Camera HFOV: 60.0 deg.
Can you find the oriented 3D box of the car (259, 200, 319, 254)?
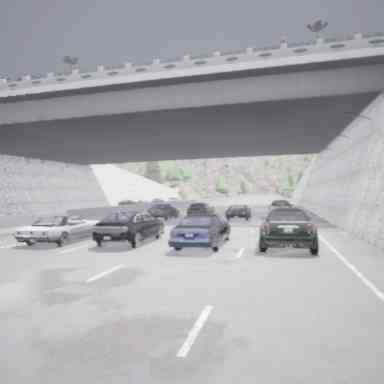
[{"bbox_3d":[3.918,1.389,13.822,2.097,1.767,4.553,-1,-1,14],"label":"car"}]

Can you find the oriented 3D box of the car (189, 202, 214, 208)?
[{"bbox_3d":[0.800,1.707,30.286,1.837,1.490,4.892,-1,0,14],"label":"car"}]

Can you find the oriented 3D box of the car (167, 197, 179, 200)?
[{"bbox_3d":[-3.972,1.890,69.071,2.097,1.767,4.553,-1,0,14],"label":"car"}]

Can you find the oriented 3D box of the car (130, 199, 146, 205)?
[{"bbox_3d":[-10.776,2.241,70.690,1.895,1.301,4.718,-1,0,14],"label":"car"}]

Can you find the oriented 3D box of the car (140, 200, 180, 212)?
[{"bbox_3d":[-2.676,1.802,30.820,2.033,1.411,5.357,-1,0,14],"label":"car"}]

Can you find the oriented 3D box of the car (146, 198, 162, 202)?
[{"bbox_3d":[-7.375,2.090,69.873,1.837,1.490,4.892,-1,0,14],"label":"car"}]

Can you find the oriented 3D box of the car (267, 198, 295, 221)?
[{"bbox_3d":[7.534,1.438,28.379,2.097,1.767,4.553,-1,-1,14],"label":"car"}]

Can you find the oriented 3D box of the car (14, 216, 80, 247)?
[{"bbox_3d":[-6.262,1.807,16.375,1.895,1.301,4.718,-1,0,14],"label":"car"}]

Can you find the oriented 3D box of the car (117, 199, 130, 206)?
[{"bbox_3d":[-14.165,2.241,71.567,2.033,1.411,5.357,-1,0,14],"label":"car"}]

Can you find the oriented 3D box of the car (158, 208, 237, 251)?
[{"bbox_3d":[0.501,1.642,14.576,2.033,1.411,5.357,-1,0,14],"label":"car"}]

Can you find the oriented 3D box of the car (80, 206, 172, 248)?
[{"bbox_3d":[-2.821,1.644,15.713,2.128,1.511,4.902,-1,0,14],"label":"car"}]

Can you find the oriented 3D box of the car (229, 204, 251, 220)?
[{"bbox_3d":[4.147,1.744,29.246,1.895,1.301,4.718,-1,0,14],"label":"car"}]
